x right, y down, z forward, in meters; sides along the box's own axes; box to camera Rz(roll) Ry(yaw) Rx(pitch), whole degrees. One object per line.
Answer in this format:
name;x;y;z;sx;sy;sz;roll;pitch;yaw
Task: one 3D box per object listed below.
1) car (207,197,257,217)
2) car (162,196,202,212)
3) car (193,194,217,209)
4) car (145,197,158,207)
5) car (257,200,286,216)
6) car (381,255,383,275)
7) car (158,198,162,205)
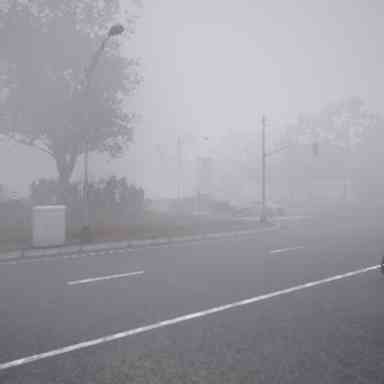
car;3.704;1.523;31.798;1.812;1.442;4.674;0;0;-31
car;-1.257;1.494;39.612;1.837;1.490;4.892;0;0;-32
car;1.957;1.210;41.086;2.150;2.045;5.566;0;0;-33
car;-7.402;1.431;49.091;1.882;1.535;5.008;0;0;-34
car;7.152;1.522;32.889;1.812;1.442;4.674;0;0;-32
car;6.720;1.563;8.661;4.181;1.385;1.994;0;0;-38
car;-3.784;1.506;49.976;2.033;1.411;5.357;0;0;-33
